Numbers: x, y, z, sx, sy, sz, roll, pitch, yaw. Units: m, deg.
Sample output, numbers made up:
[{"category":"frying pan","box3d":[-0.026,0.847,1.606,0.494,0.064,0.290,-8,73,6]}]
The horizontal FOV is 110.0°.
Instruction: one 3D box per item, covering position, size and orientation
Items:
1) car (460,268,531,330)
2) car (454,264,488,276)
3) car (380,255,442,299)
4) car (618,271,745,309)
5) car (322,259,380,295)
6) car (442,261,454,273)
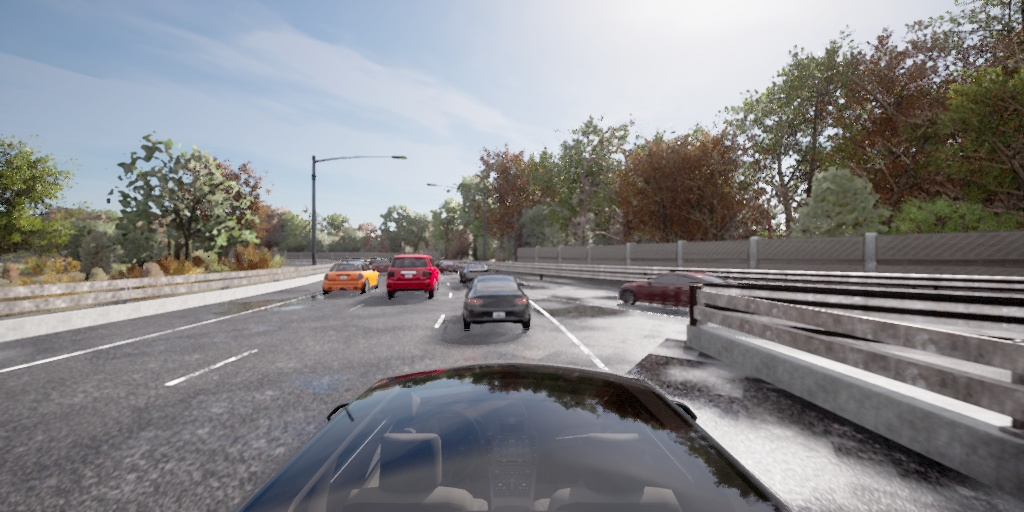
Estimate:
[{"category":"car","box3d":[-0.542,1.277,11.087,1.812,1.442,4.674,0,0,-5]},{"category":"car","box3d":[-2.501,1.247,24.116,2.128,1.511,4.902,0,0,-12]},{"category":"car","box3d":[-4.970,0.976,18.481,2.150,2.045,5.566,0,0,-9]},{"category":"car","box3d":[6.247,1.299,13.533,1.812,1.442,4.674,0,0,-34]},{"category":"car","box3d":[-8.848,1.108,20.105,2.097,1.767,4.553,0,0,-10]},{"category":"car","box3d":[-7.720,1.286,41.758,1.812,1.442,4.674,0,0,-22]}]
